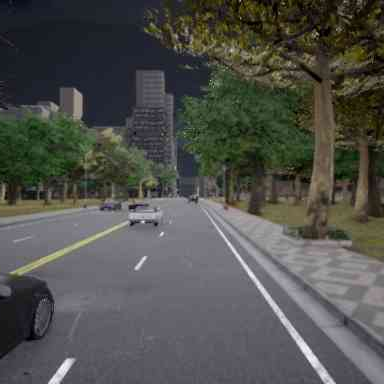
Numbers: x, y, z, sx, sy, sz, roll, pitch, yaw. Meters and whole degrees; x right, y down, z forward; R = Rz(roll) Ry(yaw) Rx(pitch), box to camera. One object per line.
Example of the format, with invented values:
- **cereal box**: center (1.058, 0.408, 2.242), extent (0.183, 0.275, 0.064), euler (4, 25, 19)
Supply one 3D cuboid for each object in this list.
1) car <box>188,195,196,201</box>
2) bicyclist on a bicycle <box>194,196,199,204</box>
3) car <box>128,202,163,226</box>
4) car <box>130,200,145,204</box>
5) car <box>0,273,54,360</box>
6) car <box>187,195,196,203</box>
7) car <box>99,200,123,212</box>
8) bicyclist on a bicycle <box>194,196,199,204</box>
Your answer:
- **car**: center (-0.016, 1.626, 94.798), extent (2.097, 1.767, 4.553), euler (0, 0, 0)
- **bicyclist on a bicycle**: center (0.884, 1.560, 57.947), extent (0.659, 1.776, 1.843), euler (0, 0, 0)
- **car**: center (-3.154, 1.642, 23.603), extent (1.895, 1.301, 4.718), euler (0, 0, 0)
- **car**: center (-6.595, 1.698, 40.774), extent (1.895, 1.301, 4.718), euler (0, 0, 0)
- **car**: center (-3.164, 1.528, 3.530), extent (1.812, 1.442, 4.674), euler (0, 0, 0)
- **car**: center (-0.014, 1.844, 80.239), extent (1.837, 1.490, 4.892), euler (0, 0, 0)
- **car**: center (-9.844, 1.645, 40.780), extent (2.033, 1.411, 5.357), euler (0, 0, 0)
- **bicyclist on a bicycle**: center (0.880, 1.689, 67.213), extent (0.866, 1.612, 1.509), euler (0, 0, 0)
